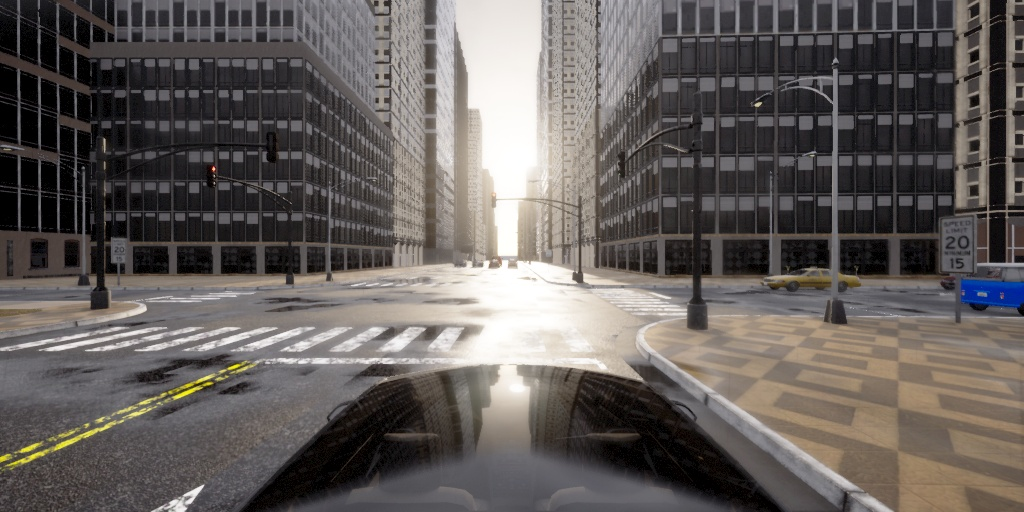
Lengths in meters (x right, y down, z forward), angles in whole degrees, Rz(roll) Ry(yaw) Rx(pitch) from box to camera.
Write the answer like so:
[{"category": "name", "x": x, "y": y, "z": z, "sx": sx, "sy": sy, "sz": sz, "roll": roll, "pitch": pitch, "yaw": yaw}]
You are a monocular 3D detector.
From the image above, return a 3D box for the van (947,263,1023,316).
[{"category": "van", "x": 18.380, "y": 1.119, "z": 12.534, "sx": 3.998, "sy": 1.789, "sz": 1.690, "roll": 0, "pitch": 0, "yaw": 2}]

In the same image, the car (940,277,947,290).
[{"category": "car", "x": 26.960, "y": 1.356, "z": 20.202, "sx": 4.207, "sy": 1.307, "sz": 1.802, "roll": 0, "pitch": 0, "yaw": 2}]

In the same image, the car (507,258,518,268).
[{"category": "car", "x": 0.133, "y": 1.408, "z": 63.330, "sx": 2.033, "sy": 1.411, "sz": 5.357, "roll": 0, "pitch": 0, "yaw": 0}]

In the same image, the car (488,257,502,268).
[{"category": "car", "x": -3.117, "y": 1.386, "z": 63.337, "sx": 1.812, "sy": 1.442, "sz": 4.674, "roll": 0, "pitch": 0, "yaw": 0}]

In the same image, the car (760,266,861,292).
[{"category": "car", "x": 17.127, "y": 1.293, "z": 20.709, "sx": 4.829, "sy": 1.417, "sz": 1.751, "roll": 0, "pitch": 0, "yaw": 2}]
